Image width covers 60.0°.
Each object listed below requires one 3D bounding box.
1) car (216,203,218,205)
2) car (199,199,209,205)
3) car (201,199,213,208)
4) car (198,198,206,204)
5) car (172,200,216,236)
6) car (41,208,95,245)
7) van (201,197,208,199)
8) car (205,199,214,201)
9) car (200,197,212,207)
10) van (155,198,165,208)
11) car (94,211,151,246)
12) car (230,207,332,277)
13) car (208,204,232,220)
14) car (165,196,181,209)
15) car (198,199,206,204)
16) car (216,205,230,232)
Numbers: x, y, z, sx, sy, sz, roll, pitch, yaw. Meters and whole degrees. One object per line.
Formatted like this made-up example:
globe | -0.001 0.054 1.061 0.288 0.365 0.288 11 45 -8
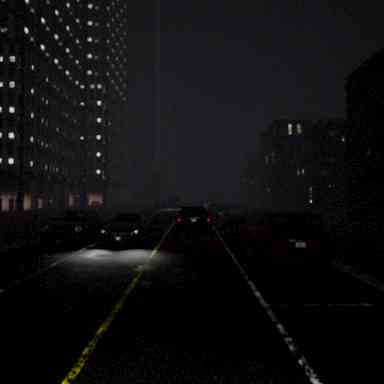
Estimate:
car | 2.700 1.852 27.295 1.947 1.339 4.313 1 -1 0
car | 2.698 2.335 76.194 1.947 1.339 4.313 1 -1 0
car | 2.700 2.050 59.763 1.967 1.590 4.097 1 -1 0
car | 2.697 2.476 92.627 2.008 1.369 4.403 1 -1 0
car | 0.100 1.563 19.927 2.097 1.767 4.553 0 -1 0
car | -5.677 1.613 16.201 1.967 1.590 4.097 1 -1 0
van | 2.703 1.897 54.287 1.690 1.788 3.998 1 -1 0
car | 2.700 1.974 43.499 1.752 1.417 4.829 1 -1 0
car | 2.702 1.978 65.243 2.192 1.841 5.009 1 -1 0
van | -5.678 1.951 59.761 1.690 1.788 3.998 1 -1 0
car | -3.101 1.699 16.253 1.812 1.442 4.674 0 -1 0
car | 2.705 1.430 10.660 2.192 1.841 5.009 1 -1 0
car | 2.700 1.907 32.839 1.947 1.339 4.313 1 -1 0
car | -3.047 1.813 58.220 2.150 2.045 5.566 0 0 1
car | 2.697 2.439 87.149 1.947 1.339 4.313 1 -1 0
car | 2.701 1.774 21.750 1.887 1.381 4.507 1 -1 0
